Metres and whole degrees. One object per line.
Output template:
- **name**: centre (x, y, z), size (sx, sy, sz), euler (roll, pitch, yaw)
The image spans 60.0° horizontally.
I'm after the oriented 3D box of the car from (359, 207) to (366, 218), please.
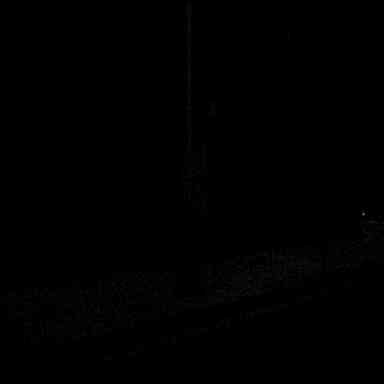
- **car**: centre (11.119, 1.312, 26.256), size (2.128, 1.511, 4.902), euler (0, 1, -34)
